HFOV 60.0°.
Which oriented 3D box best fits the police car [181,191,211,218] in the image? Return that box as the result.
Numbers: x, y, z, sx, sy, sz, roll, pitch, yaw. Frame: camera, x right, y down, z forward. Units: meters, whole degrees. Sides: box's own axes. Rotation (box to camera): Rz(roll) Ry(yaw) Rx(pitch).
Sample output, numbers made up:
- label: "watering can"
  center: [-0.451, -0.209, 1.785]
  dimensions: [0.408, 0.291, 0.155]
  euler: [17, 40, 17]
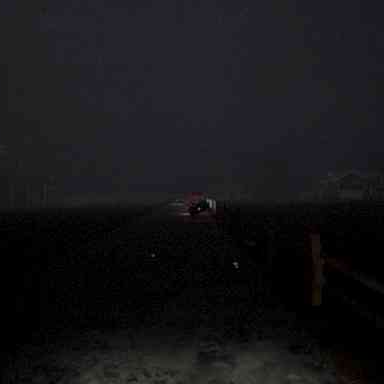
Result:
- label: "police car"
  center: [0.505, 1.256, 30.547]
  dimensions: [1.930, 1.638, 5.238]
  euler: [-25, 0, 0]

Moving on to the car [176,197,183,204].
- label: "car"
  center: [-2.750, 1.905, 76.756]
  dimensions: [1.837, 1.490, 4.892]
  euler: [0, -1, 0]

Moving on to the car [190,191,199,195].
- label: "car"
  center: [0.723, 1.161, 46.492]
  dimensions: [2.150, 2.045, 5.566]
  euler: [-7, -8, 0]

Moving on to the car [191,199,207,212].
- label: "car"
  center: [0.825, 1.638, 40.426]
  dimensions: [1.812, 1.442, 4.674]
  euler: [0, 0, 0]

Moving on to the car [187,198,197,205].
- label: "car"
  center: [0.000, 1.871, 66.655]
  dimensions: [2.033, 1.411, 5.357]
  euler: [0, -1, 0]
